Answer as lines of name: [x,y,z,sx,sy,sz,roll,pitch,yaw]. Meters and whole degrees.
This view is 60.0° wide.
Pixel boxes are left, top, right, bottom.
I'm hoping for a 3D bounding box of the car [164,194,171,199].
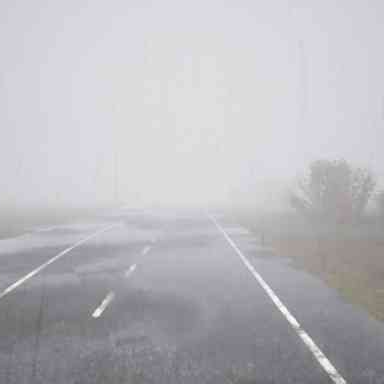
car: [-6.996,1.342,95.306,1.837,1.490,4.892,0,0,0]
